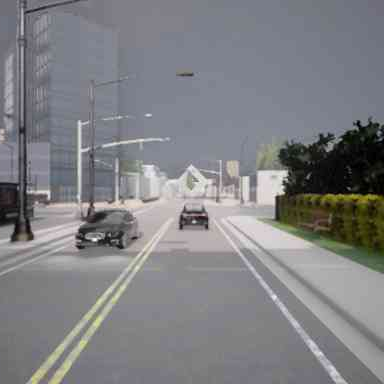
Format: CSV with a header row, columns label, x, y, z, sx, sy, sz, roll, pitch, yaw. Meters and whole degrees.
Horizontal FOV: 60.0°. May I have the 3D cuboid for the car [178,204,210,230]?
label,x,y,z,sx,sy,sz,roll,pitch,yaw
car,0.117,1.511,21.419,2.128,1.511,4.902,0,0,0

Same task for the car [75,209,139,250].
label,x,y,z,sx,sy,sz,roll,pitch,yaw
car,-3.524,1.519,14.521,1.837,1.490,4.892,0,-1,1
